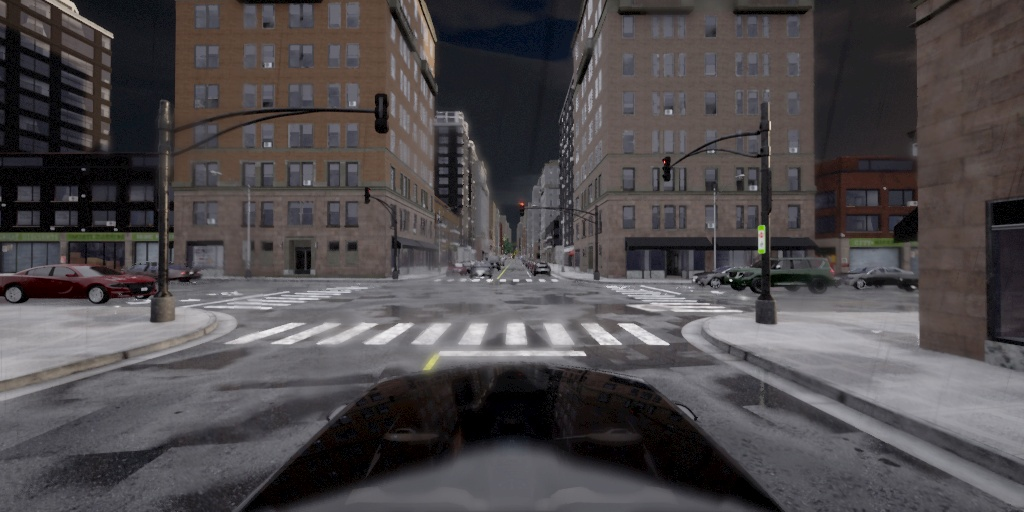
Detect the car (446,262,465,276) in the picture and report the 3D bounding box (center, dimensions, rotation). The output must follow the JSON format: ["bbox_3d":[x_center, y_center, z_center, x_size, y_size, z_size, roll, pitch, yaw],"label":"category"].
[{"bbox_3d":[-5.558,1.334,36.352,1.802,1.307,4.207,0,0,1],"label":"car"}]

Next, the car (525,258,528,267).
[{"bbox_3d":[3.103,1.300,47.311,2.007,1.370,4.403,0,0,1],"label":"car"}]

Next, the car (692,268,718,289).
[{"bbox_3d":[14.826,1.400,24.277,4.902,1.511,2.128,0,-1,2],"label":"car"}]

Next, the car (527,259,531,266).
[{"bbox_3d":[3.035,1.295,41.781,1.888,1.381,4.507,0,0,1],"label":"car"}]

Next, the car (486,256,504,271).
[{"bbox_3d":[-2.647,0.973,48.794,2.150,2.045,5.566,0,0,1],"label":"car"}]

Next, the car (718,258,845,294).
[{"bbox_3d":[15.615,1.104,21.029,5.566,2.045,2.150,0,-1,0],"label":"car"}]

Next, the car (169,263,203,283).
[{"bbox_3d":[-24.385,1.177,24.493,5.357,1.411,2.033,0,-1,1],"label":"car"}]

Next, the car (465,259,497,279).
[{"bbox_3d":[-2.717,1.243,32.386,2.128,1.511,4.902,0,0,-1],"label":"car"}]

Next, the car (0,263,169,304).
[{"bbox_3d":[-17.440,1.061,14.537,5.008,1.535,1.882,0,-1,-1],"label":"car"}]

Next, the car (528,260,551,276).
[{"bbox_3d":[2.967,1.316,36.251,1.948,1.339,4.313,0,0,1],"label":"car"}]

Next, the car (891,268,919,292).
[{"bbox_3d":[25.718,1.549,20.963,4.718,1.301,1.895,0,-1,0],"label":"car"}]

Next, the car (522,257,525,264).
[{"bbox_3d":[3.307,1.312,63.902,1.948,1.339,4.313,0,0,1],"label":"car"}]

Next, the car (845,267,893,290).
[{"bbox_3d":[24.231,1.462,24.219,4.902,1.511,2.128,0,-1,0],"label":"car"}]
